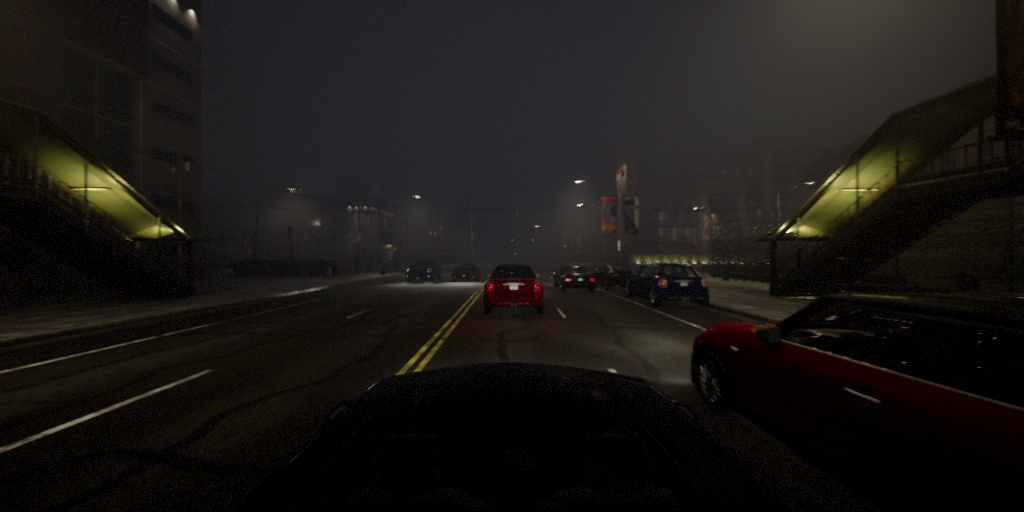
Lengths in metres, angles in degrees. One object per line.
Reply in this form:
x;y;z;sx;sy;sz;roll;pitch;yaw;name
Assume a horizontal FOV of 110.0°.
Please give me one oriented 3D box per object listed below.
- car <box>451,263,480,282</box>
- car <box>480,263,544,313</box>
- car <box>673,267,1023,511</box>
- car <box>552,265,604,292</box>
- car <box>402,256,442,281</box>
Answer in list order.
-3.603;1.289;28.914;1.994;1.385;4.181;0;0;0;car
0.055;1.087;14.129;2.097;1.767;4.553;0;0;0;car
3.590;1.101;3.234;2.097;1.767;4.553;0;0;-1;car
3.530;1.274;20.974;2.033;1.411;5.357;0;0;0;car
-7.103;1.088;29.214;2.097;1.767;4.553;0;0;0;car
